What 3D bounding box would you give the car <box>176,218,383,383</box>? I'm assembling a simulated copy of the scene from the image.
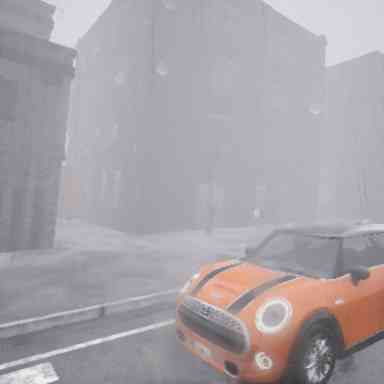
[{"bbox_3d":[1.968,1.355,5.373,4.553,1.767,2.097,0,0,-35],"label":"car"}]
